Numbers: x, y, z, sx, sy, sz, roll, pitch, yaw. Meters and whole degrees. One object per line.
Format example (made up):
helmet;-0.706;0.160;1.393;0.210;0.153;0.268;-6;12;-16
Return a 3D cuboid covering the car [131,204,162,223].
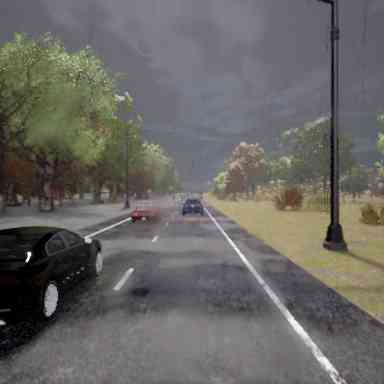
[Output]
car;-3.400;1.602;25.731;1.895;1.301;4.718;0;0;0

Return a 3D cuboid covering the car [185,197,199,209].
car;0.033;1.510;46.376;1.837;1.490;4.892;0;0;1

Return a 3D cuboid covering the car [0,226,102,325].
car;-3.403;1.478;7.247;1.882;1.535;5.008;0;0;0

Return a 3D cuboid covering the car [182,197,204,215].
car;0.100;1.354;33.720;2.097;1.767;4.553;0;0;0
